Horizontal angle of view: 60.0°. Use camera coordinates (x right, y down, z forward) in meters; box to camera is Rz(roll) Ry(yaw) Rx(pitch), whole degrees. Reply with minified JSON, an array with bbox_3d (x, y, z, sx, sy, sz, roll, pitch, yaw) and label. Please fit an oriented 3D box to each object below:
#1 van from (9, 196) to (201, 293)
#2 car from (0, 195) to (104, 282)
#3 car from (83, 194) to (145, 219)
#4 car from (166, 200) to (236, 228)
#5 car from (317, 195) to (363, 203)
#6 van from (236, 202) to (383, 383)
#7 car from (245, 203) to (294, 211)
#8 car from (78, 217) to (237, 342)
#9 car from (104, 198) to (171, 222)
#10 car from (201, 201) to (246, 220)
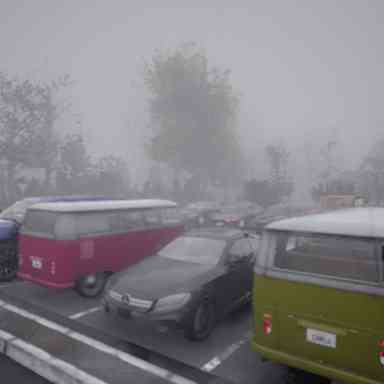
[{"bbox_3d":[-1.873,1.202,8.503,1.878,1.987,4.442,1,1,35],"label":"van"},{"bbox_3d":[-4.257,1.134,10.025,2.435,2.045,5.566,1,1,36],"label":"car"},{"bbox_3d":[-6.186,1.084,26.848,2.185,1.767,4.553,1,1,36],"label":"car"},{"bbox_3d":[0.730,1.341,21.960,2.231,1.521,4.892,1,1,36],"label":"car"},{"bbox_3d":[7.506,1.216,17.082,2.435,2.045,5.566,1,1,36],"label":"car"},{"bbox_3d":[2.629,1.283,5.291,1.878,1.987,4.442,1,0,35],"label":"van"},{"bbox_3d":[5.203,1.454,18.723,2.163,1.488,4.792,1,1,36],"label":"car"},{"bbox_3d":[0.357,1.512,6.772,2.002,1.452,4.674,1,1,35],"label":"car"},{"bbox_3d":[-3.975,1.251,25.303,2.097,1.535,5.008,1,1,35],"label":"car"},{"bbox_3d":[2.905,1.411,20.363,2.163,1.488,4.792,1,1,36],"label":"car"}]
